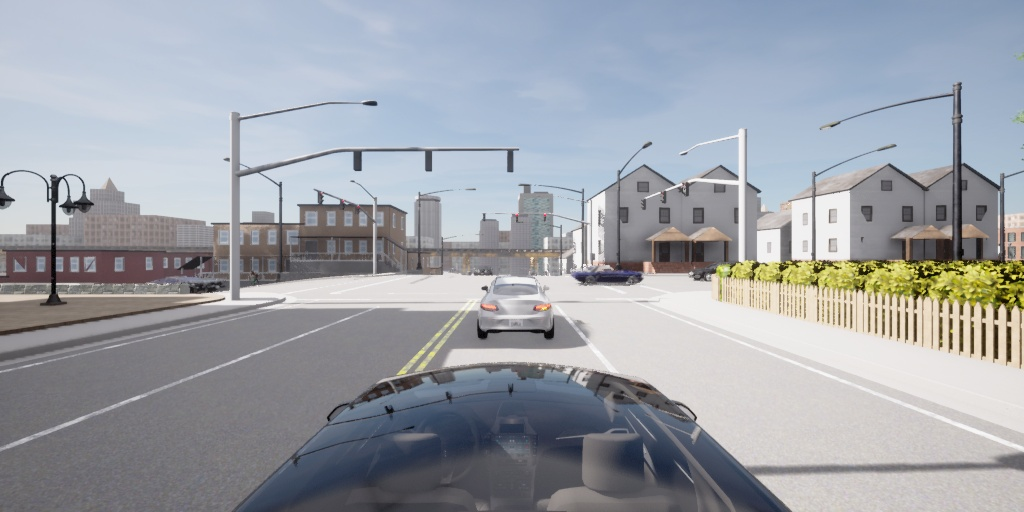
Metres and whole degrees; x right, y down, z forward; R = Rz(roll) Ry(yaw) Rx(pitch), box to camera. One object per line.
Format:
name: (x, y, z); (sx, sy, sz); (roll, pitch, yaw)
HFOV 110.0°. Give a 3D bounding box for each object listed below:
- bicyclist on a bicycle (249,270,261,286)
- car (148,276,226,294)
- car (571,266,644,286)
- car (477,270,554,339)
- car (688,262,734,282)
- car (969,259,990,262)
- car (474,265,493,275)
bicyclist on a bicycle: (-25.575, 2.214, 35.561); (0.582, 1.620, 1.656); (-8, 0, 0)
car: (-22.930, 2.097, 24.643); (5.357, 1.411, 2.033); (-7, 0, -1)
car: (6.609, 1.352, 24.983); (4.718, 1.301, 1.895); (0, 0, -1)
car: (0.099, 1.276, 9.988); (1.812, 1.442, 4.674); (0, 0, 0)
car: (16.789, 1.255, 28.802); (4.892, 1.490, 1.837); (0, 0, -1)
car: (36.922, 1.102, 29.022); (4.553, 1.767, 2.097); (0, 0, -1)
car: (-3.528, 2.162, 45.228); (2.150, 2.045, 5.566); (0, -9, 0)
